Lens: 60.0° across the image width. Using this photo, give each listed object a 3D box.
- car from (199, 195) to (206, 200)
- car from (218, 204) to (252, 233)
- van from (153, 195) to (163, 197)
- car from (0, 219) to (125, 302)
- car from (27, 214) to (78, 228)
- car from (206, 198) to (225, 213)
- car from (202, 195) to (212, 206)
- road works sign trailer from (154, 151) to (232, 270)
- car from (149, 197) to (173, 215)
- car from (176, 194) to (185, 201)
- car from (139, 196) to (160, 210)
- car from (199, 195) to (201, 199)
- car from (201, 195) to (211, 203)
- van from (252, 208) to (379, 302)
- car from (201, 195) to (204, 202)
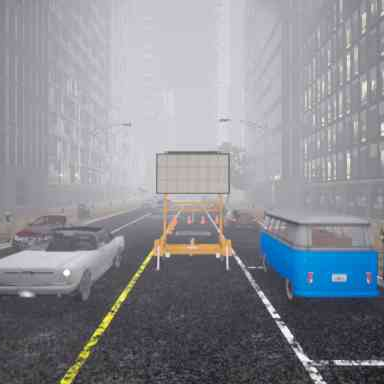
[{"bbox_3d":[2.970,1.463,93.341,1.887,1.381,4.507,0,0,0],"label":"car"},{"bbox_3d":[2.746,1.581,19.338,1.802,1.307,4.206,0,0,0],"label":"car"},{"bbox_3d":[-5.531,1.328,53.522,1.690,1.788,3.998,0,0,0],"label":"van"},{"bbox_3d":[-3.077,1.600,8.411,1.895,1.301,4.718,0,0,0],"label":"car"},{"bbox_3d":[-5.652,1.582,13.674,1.802,1.307,4.206,0,0,0],"label":"car"},{"bbox_3d":[2.798,1.581,36.416,1.802,1.307,4.206,0,0,0],"label":"car"},{"bbox_3d":[2.832,1.544,47.801,2.008,1.369,4.403,0,0,0],"label":"car"},{"bbox_3d":[0.031,0.464,10.982,2.380,3.560,2.880,0,0,0],"label":"road works sign trailer"},{"bbox_3d":[-2.901,1.525,33.846,1.812,1.442,4.674,0,0,0],"label":"car"},{"bbox_3d":[-2.758,1.165,81.431,2.150,2.045,5.566,0,0,0],"label":"car"},{"bbox_3d":[-5.566,1.548,42.137,2.008,1.369,4.403,0,0,0],"label":"car"},{"bbox_3d":[2.884,1.410,64.878,1.967,1.590,4.097,0,0,0],"label":"car"},{"bbox_3d":[2.901,1.401,70.570,1.967,1.590,4.097,0,0,0],"label":"car"},{"bbox_3d":[2.712,1.341,7.955,1.690,1.788,3.998,0,0,0],"label":"van"},{"bbox_3d":[2.849,1.538,53.493,2.008,1.369,4.403,0,0,0],"label":"car"}]
